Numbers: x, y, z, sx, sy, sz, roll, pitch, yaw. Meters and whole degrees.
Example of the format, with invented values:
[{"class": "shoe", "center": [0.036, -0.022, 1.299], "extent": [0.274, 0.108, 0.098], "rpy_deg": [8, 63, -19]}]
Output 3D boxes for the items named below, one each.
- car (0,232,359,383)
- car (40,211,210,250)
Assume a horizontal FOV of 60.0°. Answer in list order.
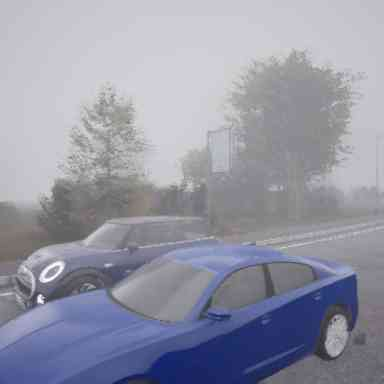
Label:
[{"class": "car", "center": [0.224, 1.486, 4.312], "extent": [5.008, 1.535, 1.882], "rpy_deg": [0, 0, -37]}, {"class": "car", "center": [-1.396, 1.369, 7.490], "extent": [4.553, 1.767, 2.097], "rpy_deg": [0, 0, -38]}]
